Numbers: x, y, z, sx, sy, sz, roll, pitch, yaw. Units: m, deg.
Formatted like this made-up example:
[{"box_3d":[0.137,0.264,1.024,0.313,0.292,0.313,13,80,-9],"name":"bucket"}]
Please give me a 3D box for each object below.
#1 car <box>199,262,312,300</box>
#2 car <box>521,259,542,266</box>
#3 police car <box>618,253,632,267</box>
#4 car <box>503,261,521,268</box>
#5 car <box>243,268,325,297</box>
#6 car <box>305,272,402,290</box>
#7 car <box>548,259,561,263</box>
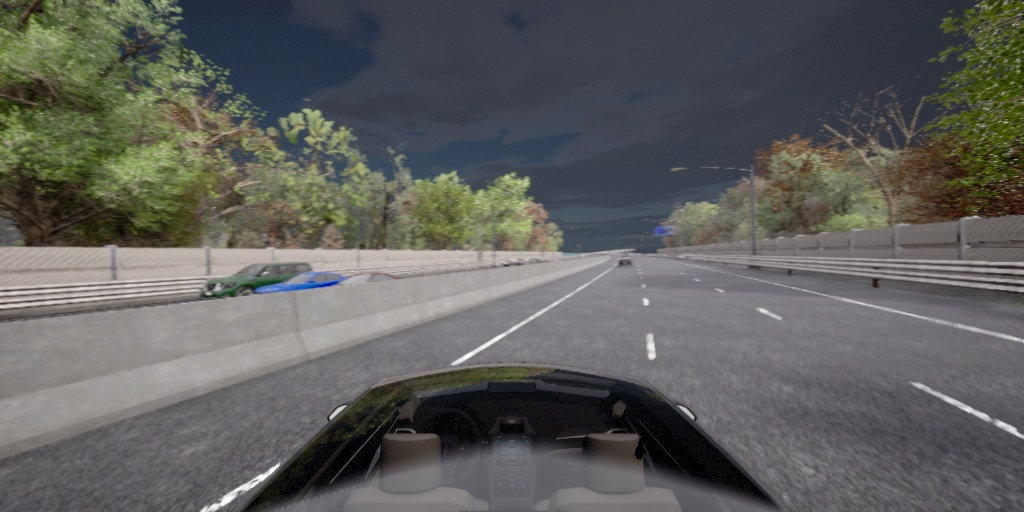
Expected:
[{"box_3d":[-13.381,1.403,19.497,2.150,2.045,5.566,-2,0,20],"name":"car"},{"box_3d":[3.497,1.225,57.719,1.837,1.490,4.892,-2,0,19],"name":"car"},{"box_3d":[16.740,0.784,53.046,1.930,1.638,5.238,-2,-1,18],"name":"police car"},{"box_3d":[0.150,1.430,58.693,1.895,1.301,4.718,-2,0,19],"name":"car"},{"box_3d":[-10.166,1.560,18.088,1.882,1.535,5.008,-2,0,20],"name":"car"},{"box_3d":[-6.876,1.506,16.877,1.812,1.442,4.674,-2,0,19],"name":"car"},{"box_3d":[6.821,1.146,56.619,1.812,1.442,4.674,-2,0,19],"name":"car"}]
